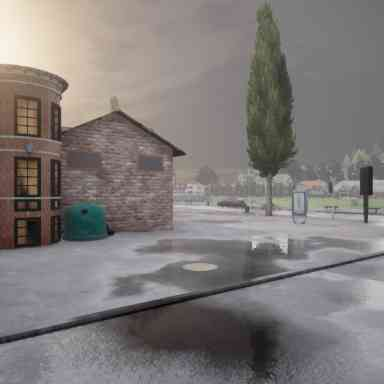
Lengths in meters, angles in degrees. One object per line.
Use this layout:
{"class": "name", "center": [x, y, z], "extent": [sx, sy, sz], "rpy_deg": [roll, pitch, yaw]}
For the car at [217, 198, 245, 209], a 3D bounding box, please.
{"class": "car", "center": [5.391, 1.525, 46.347], "extent": [1.812, 1.442, 4.674], "rpy_deg": [0, 0, -36]}
